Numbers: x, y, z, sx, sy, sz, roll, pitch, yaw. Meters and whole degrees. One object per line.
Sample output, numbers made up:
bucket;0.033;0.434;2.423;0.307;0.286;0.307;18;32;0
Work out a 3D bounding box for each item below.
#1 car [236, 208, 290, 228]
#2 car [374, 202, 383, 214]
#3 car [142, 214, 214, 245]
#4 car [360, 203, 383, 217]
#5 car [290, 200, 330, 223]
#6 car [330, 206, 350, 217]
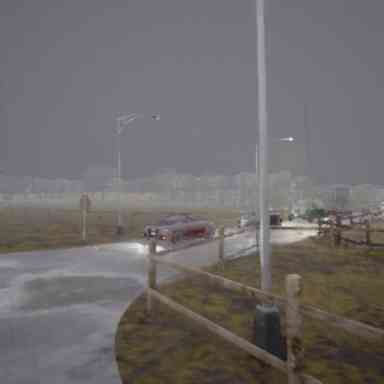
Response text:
car;5.077;1.915;24.752;2.128;1.511;4.902;0;-1;39
car;29.250;2.441;50.390;2.097;1.767;4.553;0;-1;40
car;-0.620;1.857;17.609;1.994;1.385;4.181;0;-1;39
car;23.002;2.481;42.539;1.895;1.301;4.718;0;-1;39
car;11.268;1.806;32.519;2.150;2.045;5.566;0;-1;39
car;17.660;2.372;40.487;1.895;1.301;4.718;0;-1;39
